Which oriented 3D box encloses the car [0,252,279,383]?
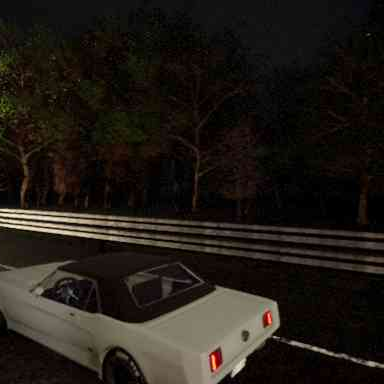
[{"bbox_3d":[-1.300,1.596,4.909,4.718,1.301,1.895,0,0,35],"label":"car"}]
